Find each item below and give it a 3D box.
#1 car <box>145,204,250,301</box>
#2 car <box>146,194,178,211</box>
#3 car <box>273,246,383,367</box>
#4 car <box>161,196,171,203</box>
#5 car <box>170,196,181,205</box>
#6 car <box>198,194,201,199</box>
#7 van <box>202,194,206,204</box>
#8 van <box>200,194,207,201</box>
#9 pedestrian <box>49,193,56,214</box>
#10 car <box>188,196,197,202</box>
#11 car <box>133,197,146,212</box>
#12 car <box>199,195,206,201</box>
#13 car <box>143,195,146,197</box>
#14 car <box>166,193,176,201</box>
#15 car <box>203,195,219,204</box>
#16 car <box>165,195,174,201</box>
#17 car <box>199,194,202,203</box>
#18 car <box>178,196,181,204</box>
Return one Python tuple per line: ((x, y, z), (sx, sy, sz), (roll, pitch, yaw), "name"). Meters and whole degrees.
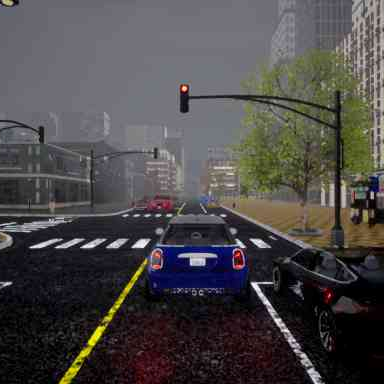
((0.110, 1.353, 8.462), (2.097, 1.767, 4.553), (0, 0, 0), "car")
((-3.165, 1.221, 36.510), (2.150, 2.045, 5.566), (0, 0, 3), "car")
((2.700, 1.566, 5.795), (1.947, 1.339, 4.313), (0, 0, 0), "car")
((-5.608, 1.532, 71.416), (1.752, 1.417, 4.829), (0, 0, 0), "car")
((-2.993, 1.510, 61.023), (1.837, 1.490, 4.892), (0, 0, 0), "car")
((2.773, 1.572, 71.579), (1.947, 1.339, 4.313), (0, 0, 0), "car")
((2.749, 1.345, 49.375), (1.690, 1.788, 3.998), (0, 0, 0), "van")
((2.787, 1.349, 82.681), (1.690, 1.788, 3.998), (0, 0, 0), "van")
((-12.716, 1.039, 30.292), (0.375, 1.860, 0.375), (0, -1, -1), "pedestrian")
((0.089, 1.548, 79.296), (2.033, 1.411, 5.357), (0, 0, 0), "car")
((-5.644, 1.585, 38.280), (1.802, 1.307, 4.206), (0, 0, 0), "car")
((2.792, 1.534, 88.402), (1.752, 1.417, 4.829), (0, 0, 0), "car")
((-5.637, 1.318, 43.831), (2.192, 1.841, 5.009), (0, 0, 0), "car")
((-5.588, 1.324, 88.239), (2.192, 1.841, 5.009), (0, 0, 0), "car")
((2.742, 1.528, 43.994), (1.752, 1.417, 4.829), (0, 0, 0), "car")
((-5.595, 1.559, 82.688), (2.008, 1.369, 4.403), (0, 0, 0), "car")
((2.760, 1.556, 60.477), (2.008, 1.369, 4.403), (0, 0, 0), "car")
((-3.036, 1.529, 48.862), (1.812, 1.442, 4.674), (0, 0, 0), "car")
